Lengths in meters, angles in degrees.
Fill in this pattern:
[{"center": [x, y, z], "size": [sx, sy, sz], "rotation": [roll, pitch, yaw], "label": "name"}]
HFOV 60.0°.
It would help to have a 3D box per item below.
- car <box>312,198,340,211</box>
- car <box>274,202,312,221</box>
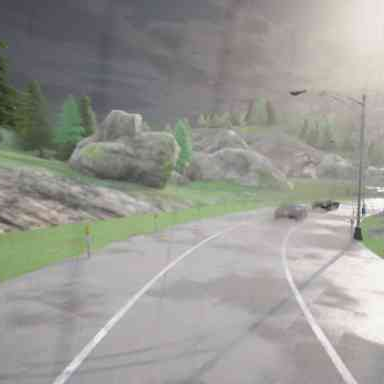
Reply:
[{"center": [15.243, 1.368, 37.773], "size": [1.895, 1.301, 4.718], "rotation": [4, 4, 39], "label": "car"}, {"center": [8.253, 1.541, 27.531], "size": [1.994, 1.385, 4.181], "rotation": [3, 2, 29], "label": "car"}]
